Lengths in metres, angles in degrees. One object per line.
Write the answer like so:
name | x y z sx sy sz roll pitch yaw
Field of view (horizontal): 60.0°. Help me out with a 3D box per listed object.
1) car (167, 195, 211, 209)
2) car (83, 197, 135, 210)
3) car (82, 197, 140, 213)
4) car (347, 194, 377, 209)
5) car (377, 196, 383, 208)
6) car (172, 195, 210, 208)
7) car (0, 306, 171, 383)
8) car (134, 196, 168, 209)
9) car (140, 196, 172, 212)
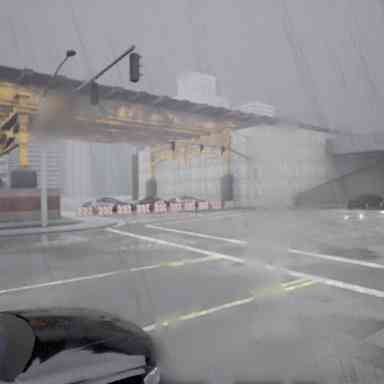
car | -0.424 1.125 39.194 4.974 1.542 2.038 -1 0 -7
car | -8.122 1.116 32.744 4.536 1.218 1.853 -1 0 8
car | -8.069 1.273 32.739 4.974 1.542 2.038 -1 0 8
car | 18.358 0.957 35.202 5.008 1.535 1.882 -2 1 -37
car | 20.718 1.020 32.601 5.357 1.411 2.033 -1 1 -37
car | -0.478 0.968 39.186 4.536 1.218 1.853 -1 0 -7
car | -2.414 1.505 2.056 4.902 1.511 2.128 -1 1 -35
car | -4.315 1.046 35.477 1.853 1.218 4.536 -1 1 18
car | -4.328 1.204 35.429 2.038 1.542 4.974 -1 1 18
